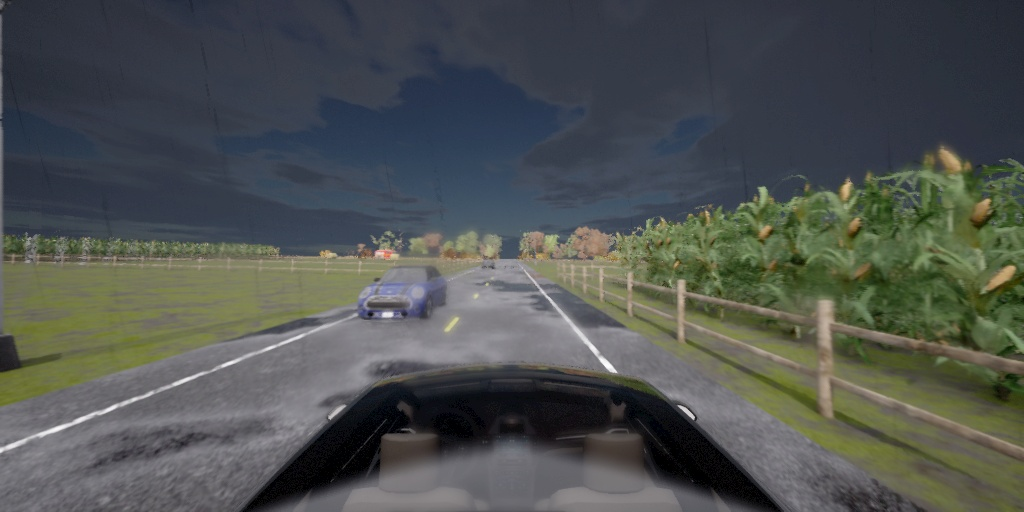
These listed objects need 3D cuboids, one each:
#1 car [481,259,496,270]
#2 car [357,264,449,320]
[{"bbox_3d":[-3.567,1.267,54.345,1.837,1.490,4.892,0,0,0],"label":"car"},{"bbox_3d":[-3.600,1.104,12.616,2.097,1.767,4.553,0,0,0],"label":"car"}]
